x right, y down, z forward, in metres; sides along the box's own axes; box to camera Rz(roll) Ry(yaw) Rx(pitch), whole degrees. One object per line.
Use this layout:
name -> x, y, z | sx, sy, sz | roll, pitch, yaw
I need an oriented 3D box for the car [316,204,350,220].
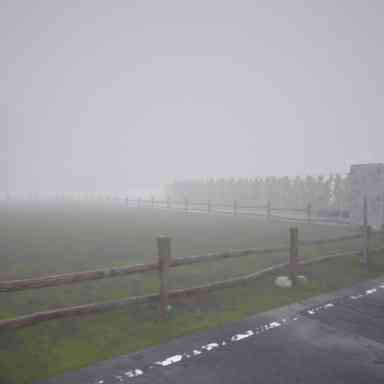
car -> 11.872, 1.537, 25.131 | 1.895, 1.301, 4.718 | 1, 0, -34
